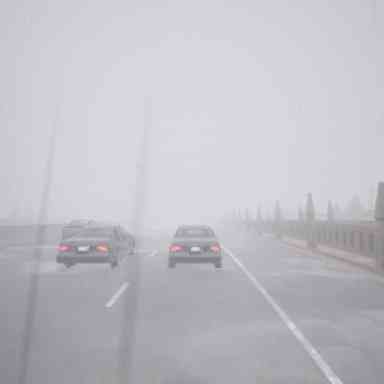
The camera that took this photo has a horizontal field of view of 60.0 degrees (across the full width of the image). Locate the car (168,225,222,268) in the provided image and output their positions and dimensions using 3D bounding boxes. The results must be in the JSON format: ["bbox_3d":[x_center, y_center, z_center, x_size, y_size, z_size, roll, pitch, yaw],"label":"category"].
[{"bbox_3d":[0.101,1.958,12.763,2.033,1.411,5.357,0,-3,0],"label":"car"}]

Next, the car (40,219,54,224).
[{"bbox_3d":[-21.066,4.769,49.571,1.812,1.442,4.674,0,-4,0],"label":"car"}]

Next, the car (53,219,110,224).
[{"bbox_3d":[-6.899,2.568,21.892,2.128,1.511,4.902,0,-4,0],"label":"car"}]

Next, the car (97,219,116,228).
[{"bbox_3d":[-14.048,5.209,54.713,1.994,1.385,4.181,0,-4,0],"label":"car"}]

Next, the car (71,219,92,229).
[{"bbox_3d":[-17.568,5.048,53.144,1.812,1.442,4.674,0,-4,0],"label":"car"}]

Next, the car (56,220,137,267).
[{"bbox_3d":[-3.399,1.961,12.813,2.033,1.411,5.357,0,-3,0],"label":"car"}]
